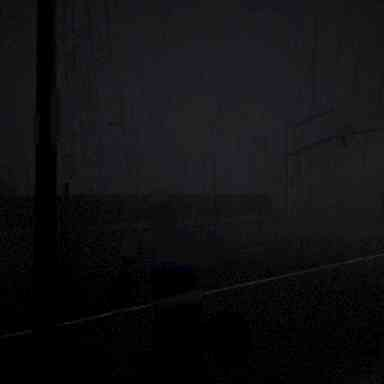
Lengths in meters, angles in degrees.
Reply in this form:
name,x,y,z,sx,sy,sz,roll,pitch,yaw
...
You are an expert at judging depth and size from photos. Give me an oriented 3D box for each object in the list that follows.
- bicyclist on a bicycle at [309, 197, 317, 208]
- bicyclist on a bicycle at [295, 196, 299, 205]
name,x,y,z,sx,sy,sz,roll,pitch,yaw
bicyclist on a bicycle,19.276,1.676,52.976,1.656,1.620,0.582,0,0,-23
bicyclist on a bicycle,18.275,1.533,57.884,0.582,1.620,1.656,0,0,21
